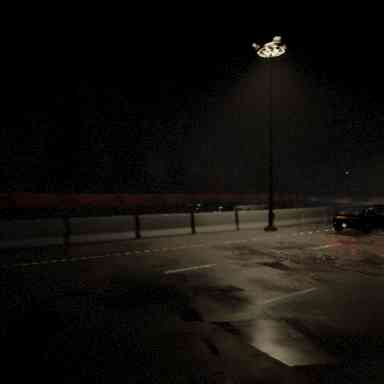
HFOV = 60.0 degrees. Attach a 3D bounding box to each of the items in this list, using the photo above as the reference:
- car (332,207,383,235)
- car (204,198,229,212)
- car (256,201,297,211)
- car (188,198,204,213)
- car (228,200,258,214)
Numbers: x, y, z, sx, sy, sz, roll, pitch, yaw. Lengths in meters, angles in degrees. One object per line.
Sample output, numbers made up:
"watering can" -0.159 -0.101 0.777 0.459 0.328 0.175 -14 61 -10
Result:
"car" 10.459 1.685 20.431 4.902 1.511 2.128 0 0 -41
"car" 3.996 1.755 38.180 4.553 1.767 2.097 1 -1 -43
"car" 8.733 1.871 33.025 4.674 1.442 1.812 1 -1 -43
"car" 1.616 1.517 40.748 4.553 1.767 2.097 1 -1 -43
"car" 6.353 1.648 35.594 4.674 1.442 1.812 1 -1 -43
